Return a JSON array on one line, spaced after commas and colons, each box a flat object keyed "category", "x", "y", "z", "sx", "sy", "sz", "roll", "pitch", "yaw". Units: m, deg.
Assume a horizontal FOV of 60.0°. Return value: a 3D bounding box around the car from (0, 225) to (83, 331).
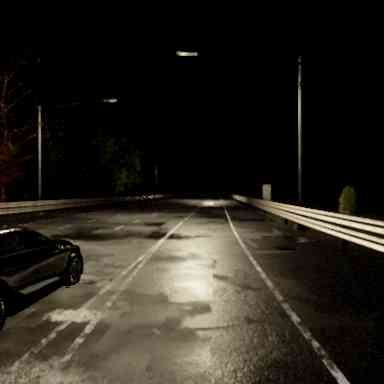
[{"category": "car", "x": -3.838, "y": 1.424, "z": 6.489, "sx": 2.033, "sy": 1.649, "sz": 4.856, "roll": 0, "pitch": 0, "yaw": 4}]
